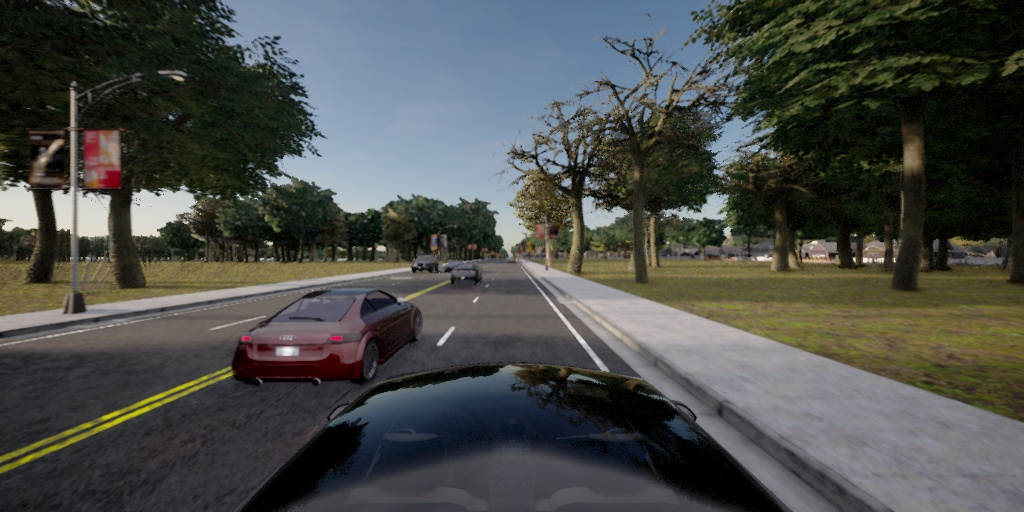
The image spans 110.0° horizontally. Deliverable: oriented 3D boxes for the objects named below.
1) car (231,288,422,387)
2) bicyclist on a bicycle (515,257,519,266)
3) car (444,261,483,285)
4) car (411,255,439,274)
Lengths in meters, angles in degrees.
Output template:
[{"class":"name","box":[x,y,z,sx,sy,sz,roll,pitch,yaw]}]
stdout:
[{"class":"car","box":[-3.150,1.304,7.040,1.994,1.385,4.181,0,0,0]},{"class":"bicyclist on a bicycle","box":[0.895,1.099,64.394,0.866,1.612,1.509,0,0,0]},{"class":"car","box":[-3.151,1.200,25.448,2.128,1.511,4.902,0,0,0]},{"class":"car","box":[-9.841,0.911,41.036,2.150,2.045,5.566,0,0,0]}]
